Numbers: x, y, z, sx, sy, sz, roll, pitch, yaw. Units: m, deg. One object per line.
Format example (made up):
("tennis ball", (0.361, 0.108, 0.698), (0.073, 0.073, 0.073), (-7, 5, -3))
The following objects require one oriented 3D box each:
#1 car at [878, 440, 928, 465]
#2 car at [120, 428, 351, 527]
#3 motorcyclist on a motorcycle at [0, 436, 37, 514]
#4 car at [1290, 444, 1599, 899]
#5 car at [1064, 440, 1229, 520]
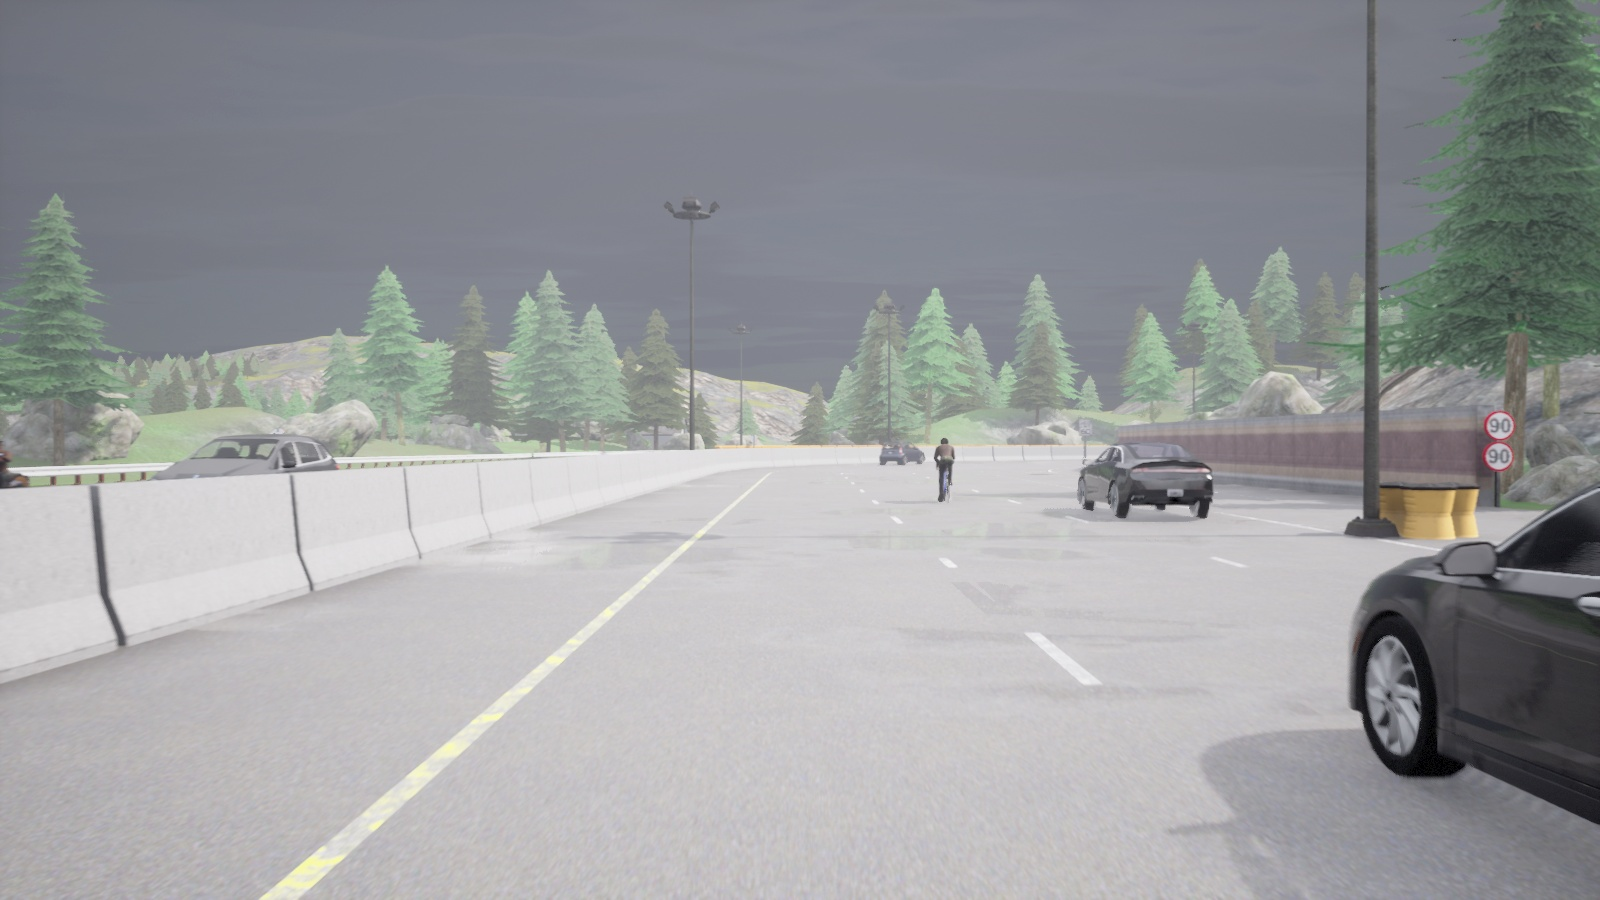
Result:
("car", (6.904, 0.173, 83.899), (1.851, 1.617, 3.988), (0, 0, 30))
("car", (-10.386, 0.449, 23.561), (2.242, 1.667, 4.611), (0, 0, 0))
("motorcyclist on a motorcycle", (-17.376, 0.532, 26.777), (0.766, 1.649, 2.350), (0, 1, 0))
("car", (3.540, 0.730, 4.295), (1.837, 1.490, 4.892), (0, 0, 0))
("car", (7.124, 0.559, 26.391), (2.128, 1.511, 4.902), (0, 0, 0))
